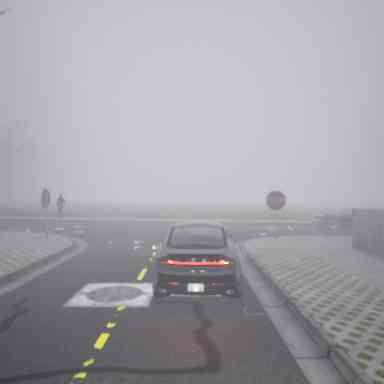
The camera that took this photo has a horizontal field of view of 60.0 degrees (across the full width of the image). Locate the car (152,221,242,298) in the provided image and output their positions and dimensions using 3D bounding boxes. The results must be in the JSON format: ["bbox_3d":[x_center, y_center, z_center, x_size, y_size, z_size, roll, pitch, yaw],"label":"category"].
[{"bbox_3d":[0.176,1.501,8.500,1.837,1.490,4.892,0,0,3],"label":"car"}]

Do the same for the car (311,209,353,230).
[{"bbox_3d":[10.344,1.749,21.726,4.718,1.301,1.895,1,0,-1],"label":"car"}]

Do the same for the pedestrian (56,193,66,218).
[{"bbox_3d":[-9.685,0.991,24.504,0.375,1.860,0.375,0,-1,0],"label":"pedestrian"}]
